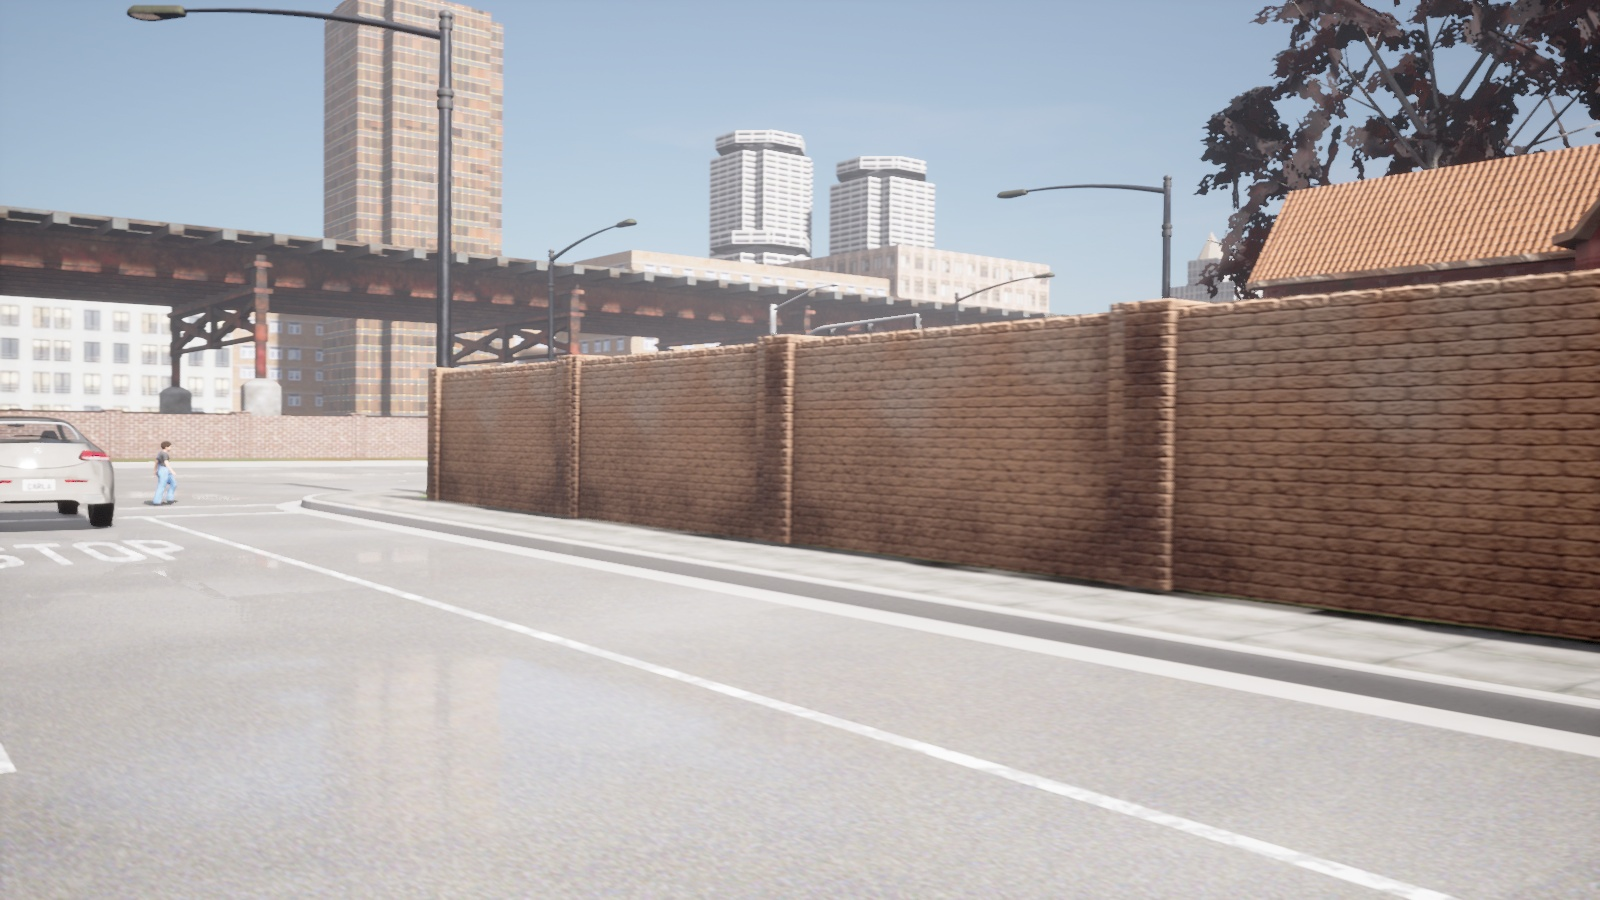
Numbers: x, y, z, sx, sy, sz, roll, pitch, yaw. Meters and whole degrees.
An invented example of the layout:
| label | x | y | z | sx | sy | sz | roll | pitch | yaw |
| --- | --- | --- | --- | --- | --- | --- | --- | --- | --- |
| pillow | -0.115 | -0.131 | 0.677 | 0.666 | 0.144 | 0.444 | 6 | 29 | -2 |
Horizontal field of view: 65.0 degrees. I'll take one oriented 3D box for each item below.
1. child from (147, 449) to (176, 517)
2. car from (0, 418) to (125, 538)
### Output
| label | x | y | z | sx | sy | sz | roll | pitch | yaw |
| --- | --- | --- | --- | --- | --- | --- | --- | --- | --- |
| child | -12.094 | 0.624 | 23.790 | 0.437 | 1.263 | 0.270 | -1 | 1 | -39 |
| car | -12.185 | 0.371 | 19.524 | 2.152 | 1.651 | 5.027 | -1 | 1 | -38 |
